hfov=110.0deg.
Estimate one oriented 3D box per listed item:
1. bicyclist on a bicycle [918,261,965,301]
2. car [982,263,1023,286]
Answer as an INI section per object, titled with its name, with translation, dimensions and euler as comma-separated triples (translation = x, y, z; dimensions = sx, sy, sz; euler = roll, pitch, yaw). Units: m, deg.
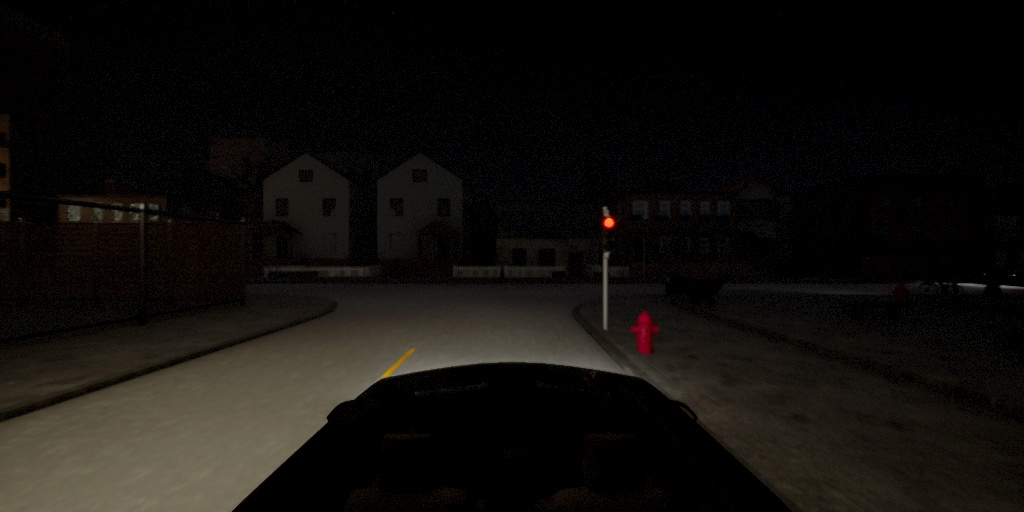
[bicyclist on a bicycle]
translation = 18.134, 1.040, 15.170
dimensions = 0.582, 1.620, 1.656
euler = 0, 0, 0
[car]
translation = 34.023, 1.195, 23.554
dimensions = 4.674, 1.442, 1.812
euler = 0, 0, 0
